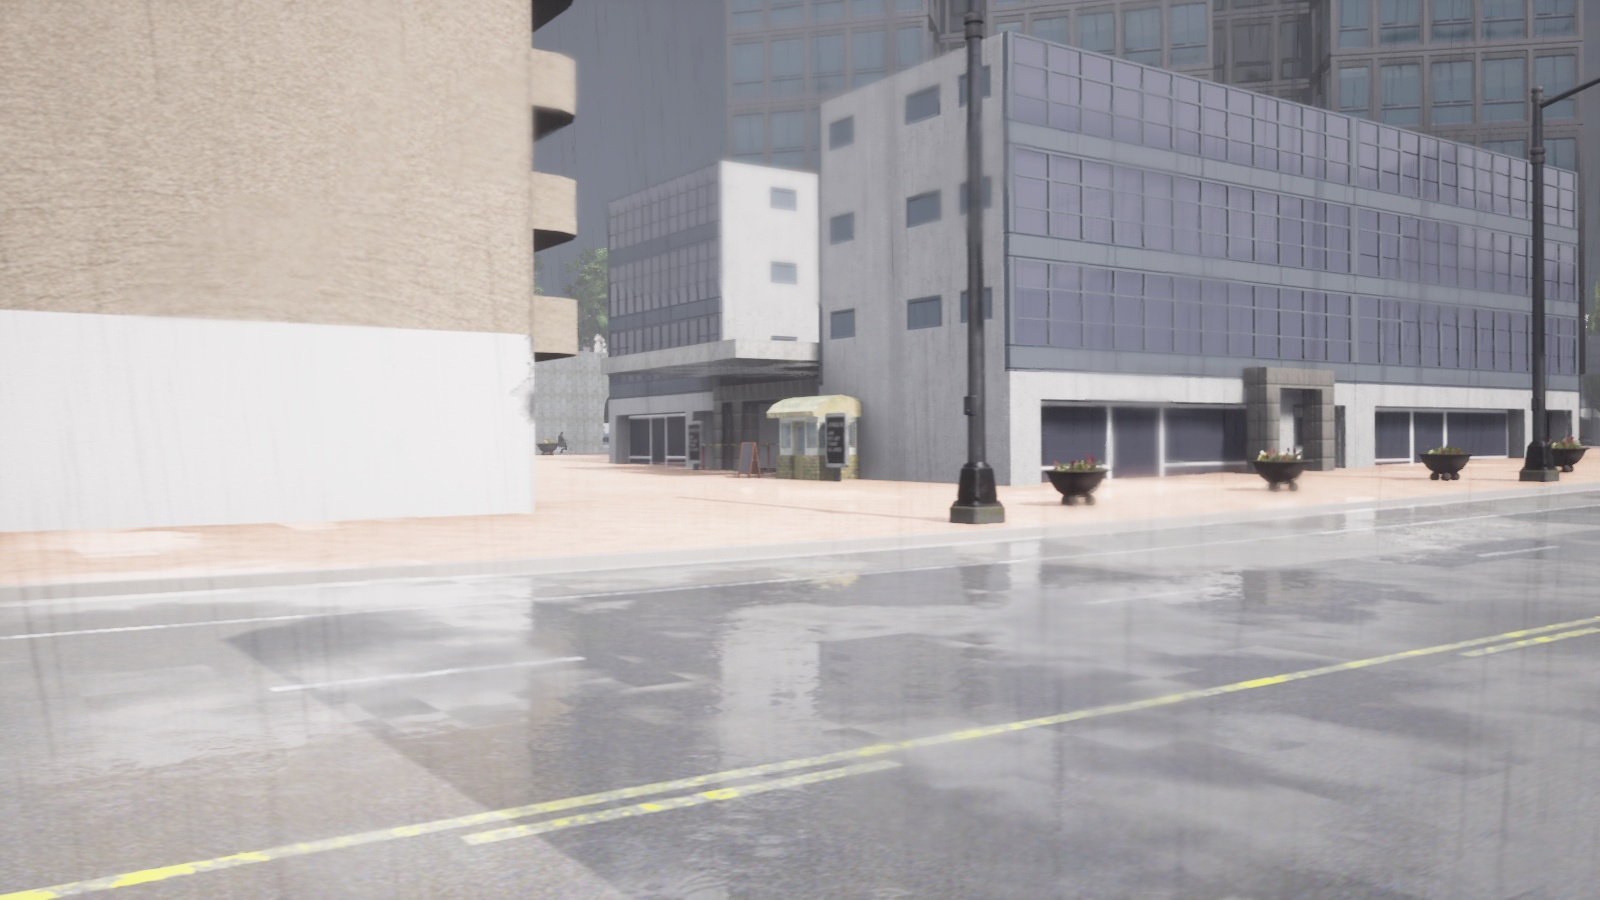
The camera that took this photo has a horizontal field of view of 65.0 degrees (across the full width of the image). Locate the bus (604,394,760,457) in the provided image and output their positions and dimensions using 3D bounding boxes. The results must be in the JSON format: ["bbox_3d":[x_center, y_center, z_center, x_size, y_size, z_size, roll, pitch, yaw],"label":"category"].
[{"bbox_3d":[-8.323,-1.701,89.180,10.273,4.253,3.944,-1,0,-32],"label":"bus"}]
